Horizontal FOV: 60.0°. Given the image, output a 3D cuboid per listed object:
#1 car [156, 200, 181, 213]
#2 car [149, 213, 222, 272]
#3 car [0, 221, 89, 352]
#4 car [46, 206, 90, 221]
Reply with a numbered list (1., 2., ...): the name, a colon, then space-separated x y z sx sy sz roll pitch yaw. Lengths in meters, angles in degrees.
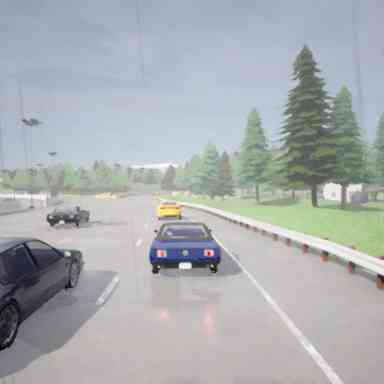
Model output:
1. car: -2.024 1.445 28.429 1.882 1.535 5.008 0 0 -8
2. car: -0.284 1.587 10.685 1.895 1.301 4.718 0 0 -3
3. car: -3.564 1.546 6.054 2.033 1.411 5.357 0 0 -2
4. car: -8.351 1.587 22.905 1.895 1.301 4.718 0 0 -7
